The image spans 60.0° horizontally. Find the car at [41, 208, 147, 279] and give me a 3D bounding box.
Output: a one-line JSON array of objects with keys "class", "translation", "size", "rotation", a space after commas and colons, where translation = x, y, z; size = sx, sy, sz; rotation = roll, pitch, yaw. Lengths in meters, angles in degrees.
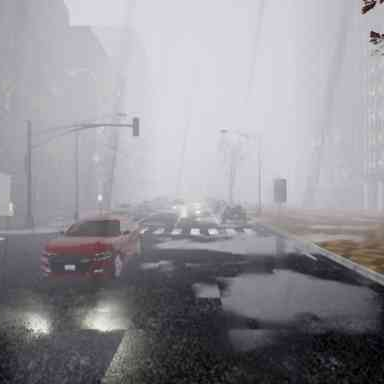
[{"class": "car", "translation": [-2.816, 1.489, 10.264], "size": [1.882, 1.535, 5.008], "rotation": [0, 0, 1]}]

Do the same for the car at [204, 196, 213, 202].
[{"class": "car", "translation": [3.955, 1.665, 80.994], "size": [2.008, 1.369, 4.403], "rotation": [0, 0, 1]}]

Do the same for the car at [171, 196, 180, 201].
[{"class": "car", "translation": [-4.341, 1.680, 86.653], "size": [2.008, 1.369, 4.403], "rotation": [0, 0, 1]}]

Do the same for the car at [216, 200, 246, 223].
[{"class": "car", "translation": [3.111, 1.565, 25.673], "size": [1.887, 1.381, 4.507], "rotation": [0, 0, 1]}]

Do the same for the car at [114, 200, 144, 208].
[{"class": "car", "translation": [-5.268, 1.573, 25.801], "size": [2.008, 1.369, 4.403], "rotation": [0, 0, 1]}]

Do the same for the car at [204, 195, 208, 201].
[{"class": "car", "translation": [3.704, 1.606, 64.568], "size": [1.752, 1.417, 4.829], "rotation": [0, 0, 1]}]

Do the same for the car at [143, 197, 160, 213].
[{"class": "car", "translation": [-5.099, 1.587, 36.866], "size": [2.008, 1.369, 4.403], "rotation": [0, 0, 1]}]

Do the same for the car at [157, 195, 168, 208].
[{"class": "car", "translation": [-4.930, 1.494, 47.930], "size": [1.967, 1.590, 4.097], "rotation": [0, 0, 1]}]

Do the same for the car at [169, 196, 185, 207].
[{"class": "car", "translation": [-2.159, 1.587, 53.304], "size": [1.994, 1.385, 4.181], "rotation": [0, 0, 1]}]

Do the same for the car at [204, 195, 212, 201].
[{"class": "car", "translation": [4.039, 1.568, 86.525], "size": [1.967, 1.590, 4.097], "rotation": [0, 0, 1]}]

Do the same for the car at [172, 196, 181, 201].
[{"class": "car", "translation": [-4.256, 1.694, 92.185], "size": [2.008, 1.369, 4.403], "rotation": [0, 0, 1]}]

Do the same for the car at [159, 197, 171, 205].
[{"class": "car", "translation": [-4.762, 1.654, 58.993], "size": [1.802, 1.307, 4.206], "rotation": [0, 0, 1]}]

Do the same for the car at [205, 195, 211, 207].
[{"class": "car", "translation": [3.533, 1.643, 53.333], "size": [1.802, 1.307, 4.206], "rotation": [0, 0, 1]}]

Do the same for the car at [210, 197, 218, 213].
[{"class": "car", "translation": [3.282, 1.560, 36.908], "size": [1.752, 1.417, 4.829], "rotation": [0, 0, 1]}]

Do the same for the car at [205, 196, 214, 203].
[{"class": "car", "translation": [3.870, 1.647, 75.462], "size": [1.887, 1.381, 4.507], "rotation": [0, 0, 1]}]

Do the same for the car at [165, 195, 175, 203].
[{"class": "car", "translation": [-4.593, 1.532, 70.058], "size": [1.967, 1.590, 4.097], "rotation": [0, 0, 1]}]
